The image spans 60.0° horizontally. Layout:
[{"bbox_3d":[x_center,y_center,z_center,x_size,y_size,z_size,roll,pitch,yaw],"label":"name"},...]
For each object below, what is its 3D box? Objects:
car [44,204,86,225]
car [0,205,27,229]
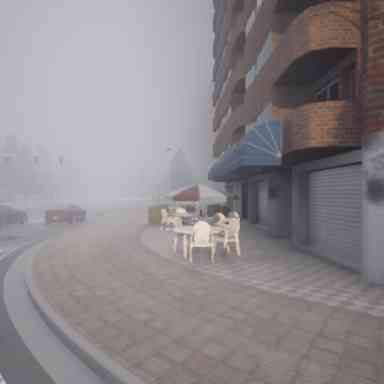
[{"bbox_3d":[-9.669,1.665,25.762,1.882,1.535,5.008,0,-1,-2],"label":"car"},{"bbox_3d":[-13.001,1.640,22.688,2.128,1.511,4.902,0,-1,-3],"label":"car"}]
